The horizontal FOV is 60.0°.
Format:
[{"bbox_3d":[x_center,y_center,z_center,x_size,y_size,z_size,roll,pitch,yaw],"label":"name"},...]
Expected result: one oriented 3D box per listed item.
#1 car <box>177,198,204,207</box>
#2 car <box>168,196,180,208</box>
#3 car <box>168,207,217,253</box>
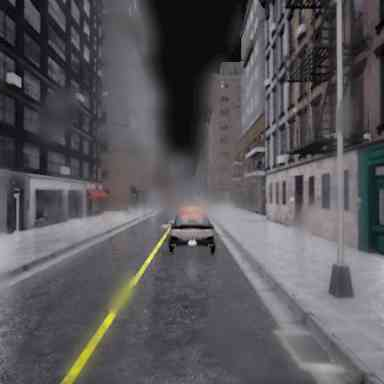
[{"bbox_3d":[0.024,1.625,29.073,2.097,1.767,4.553,0,-1,0],"label":"car"},{"bbox_3d":[-2.958,1.747,58.728,2.150,2.045,5.566,0,-1,0],"label":"car"},{"bbox_3d":[0.015,1.628,14.285,2.128,1.511,4.902,0,0,0],"label":"car"}]
